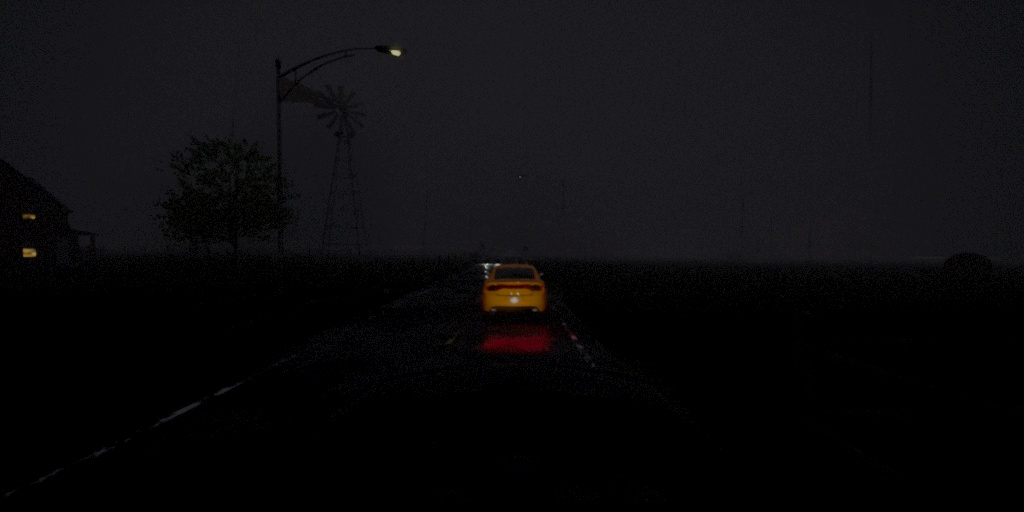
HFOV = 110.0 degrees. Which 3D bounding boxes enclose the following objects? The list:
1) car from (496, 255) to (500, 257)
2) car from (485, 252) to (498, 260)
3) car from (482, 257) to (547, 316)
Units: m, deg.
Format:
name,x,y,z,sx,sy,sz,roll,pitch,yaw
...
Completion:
name,x,y,z,sx,sy,sz,roll,pitch,yaw
car,0.144,0.749,26.362,2.033,1.411,5.357,0,1,1
car,-2.637,0.231,48.503,1.812,1.442,4.674,0,1,1
car,0.095,0.993,12.265,1.882,1.535,5.008,0,2,1
